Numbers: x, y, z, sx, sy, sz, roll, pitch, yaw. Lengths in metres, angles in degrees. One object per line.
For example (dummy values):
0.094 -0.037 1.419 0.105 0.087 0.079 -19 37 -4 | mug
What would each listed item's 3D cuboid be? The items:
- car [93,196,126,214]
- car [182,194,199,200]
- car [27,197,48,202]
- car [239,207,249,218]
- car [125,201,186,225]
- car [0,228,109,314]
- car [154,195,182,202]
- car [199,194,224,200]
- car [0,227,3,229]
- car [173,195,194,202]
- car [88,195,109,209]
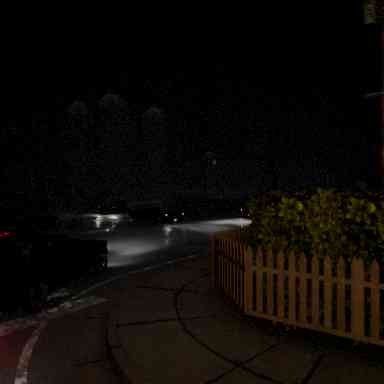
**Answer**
-8.198 1.478 35.084 1.882 1.535 5.008 0 0 8 | car
0.967 1.310 61.565 4.605 1.855 1.932 0 0 35 | car
-22.884 1.506 49.217 4.193 1.474 1.816 0 0 35 | car
6.005 1.601 29.636 1.895 1.301 4.718 0 0 35 | car
-2.593 1.601 24.224 1.895 1.301 4.718 0 0 -42 | car
-3.573 1.601 7.652 1.895 1.301 4.718 0 0 7 | car
-3.965 1.478 45.526 1.882 1.535 5.008 0 0 34 | car
3.818 1.492 56.771 2.128 1.511 4.902 0 0 35 | car
-8.351 1.564 10.978 4.181 1.385 1.994 0 0 -34 | car
-2.036 1.480 80.620 4.611 1.667 2.242 0 0 35 | car
-11.599 1.521 42.925 3.905 1.438 1.784 0 0 35 | car
